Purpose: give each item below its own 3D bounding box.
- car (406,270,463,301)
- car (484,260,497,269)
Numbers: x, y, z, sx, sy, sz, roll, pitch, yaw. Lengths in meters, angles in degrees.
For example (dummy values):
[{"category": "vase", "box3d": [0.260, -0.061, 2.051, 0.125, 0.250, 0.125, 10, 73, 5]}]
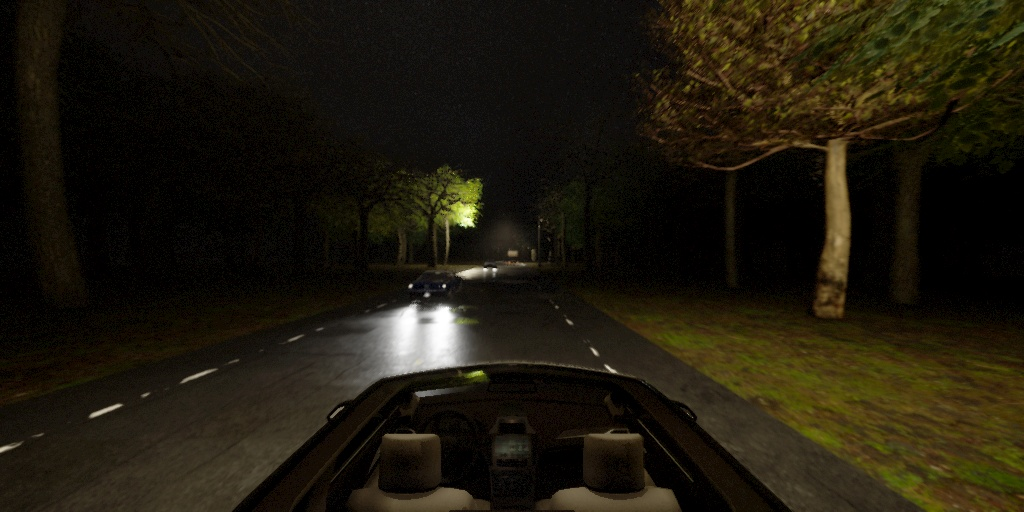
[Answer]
[{"category": "car", "box3d": [-3.592, 1.359, 17.401, 1.895, 1.301, 4.718, 0, 0, 0]}, {"category": "car", "box3d": [-3.525, 1.347, 58.894, 1.812, 1.442, 4.674, 0, 0, 1]}]
